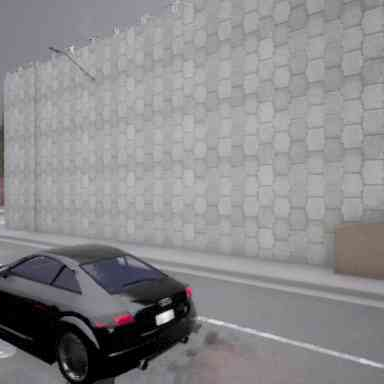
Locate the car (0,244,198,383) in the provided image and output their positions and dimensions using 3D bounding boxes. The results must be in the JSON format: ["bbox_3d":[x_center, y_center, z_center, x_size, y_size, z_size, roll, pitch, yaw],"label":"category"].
[{"bbox_3d":[-1.979,1.565,5.398,4.181,1.385,1.994,0,0,35],"label":"car"}]
